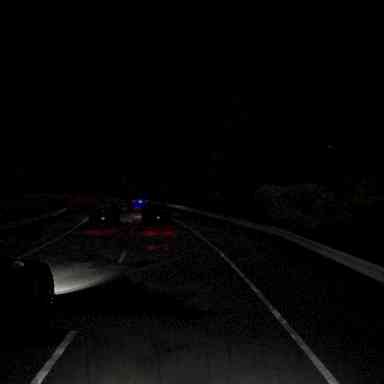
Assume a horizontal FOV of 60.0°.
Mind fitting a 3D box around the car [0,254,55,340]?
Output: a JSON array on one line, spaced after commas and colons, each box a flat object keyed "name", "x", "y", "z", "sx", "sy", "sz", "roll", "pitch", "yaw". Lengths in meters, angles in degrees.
[{"name": "car", "x": -3.701, "y": 1.569, "z": 5.044, "sx": 1.994, "sy": 1.385, "sz": 4.181, "roll": 0, "pitch": 0, "yaw": -3}]

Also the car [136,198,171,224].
[{"name": "car", "x": -2.715, "y": 1.481, "z": 24.310, "sx": 2.128, "sy": 1.511, "sz": 4.902, "roll": 0, "pitch": 0, "yaw": -12}]

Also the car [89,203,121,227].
[{"name": "car", "x": -6.034, "y": 1.476, "z": 23.176, "sx": 1.882, "sy": 1.535, "sz": 5.008, "roll": 0, "pitch": 0, "yaw": -11}]

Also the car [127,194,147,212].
[{"name": "car", "x": -6.391, "y": 1.210, "z": 39.344, "sx": 2.150, "sy": 2.045, "sz": 5.566, "roll": 0, "pitch": 0, "yaw": -15}]
